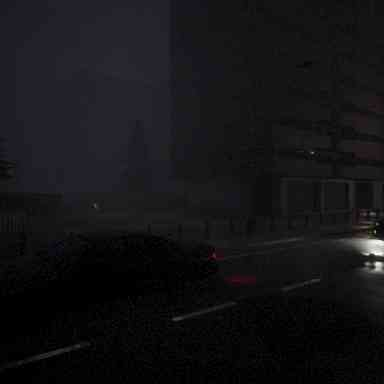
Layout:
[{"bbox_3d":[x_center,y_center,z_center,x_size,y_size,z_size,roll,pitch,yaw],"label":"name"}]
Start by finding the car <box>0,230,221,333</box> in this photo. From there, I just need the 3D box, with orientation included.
[{"bbox_3d":[-1.832,1.548,7.023,5.357,1.411,2.033,0,0,-38],"label":"car"}]

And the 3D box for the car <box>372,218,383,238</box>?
[{"bbox_3d":[10.717,1.567,16.418,4.181,1.385,1.994,0,0,-37],"label":"car"}]
